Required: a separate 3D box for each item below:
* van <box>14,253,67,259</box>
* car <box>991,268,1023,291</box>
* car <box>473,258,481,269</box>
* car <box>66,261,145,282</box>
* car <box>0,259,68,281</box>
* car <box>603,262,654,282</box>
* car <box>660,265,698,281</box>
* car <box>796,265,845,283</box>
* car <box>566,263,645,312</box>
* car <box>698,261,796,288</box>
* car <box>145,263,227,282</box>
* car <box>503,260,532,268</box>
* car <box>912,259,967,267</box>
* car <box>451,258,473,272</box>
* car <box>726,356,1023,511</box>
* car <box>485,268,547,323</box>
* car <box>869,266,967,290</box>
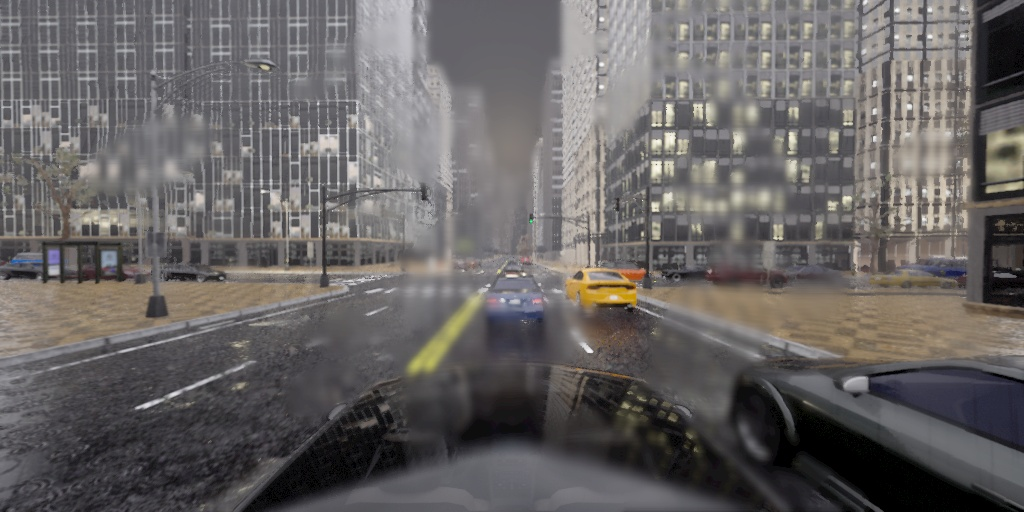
[{"bbox_3d":[-45.291,0.610,34.391,3.998,1.789,1.690,0,0,1],"label":"van"},{"bbox_3d":[33.109,1.694,24.615,4.207,1.307,1.802,0,0,1],"label":"car"},{"bbox_3d":[-6.567,1.067,56.357,2.097,1.767,4.553,0,0,0],"label":"car"},{"bbox_3d":[-28.418,1.143,25.559,4.207,1.307,1.802,0,0,1],"label":"car"},{"bbox_3d":[-34.099,1.074,25.732,4.313,1.339,1.948,0,0,1],"label":"car"},{"bbox_3d":[8.518,1.216,27.017,4.553,1.767,2.097,0,2,-29],"label":"car"},{"bbox_3d":[15.266,1.462,30.699,4.718,1.301,1.895,1,1,1],"label":"car"},{"bbox_3d":[25.004,1.495,30.529,5.357,1.411,2.033,0,1,1],"label":"car"},{"bbox_3d":[3.350,1.223,14.280,1.882,1.535,5.008,0,0,0],"label":"car"},{"bbox_3d":[16.191,1.277,24.904,5.009,1.841,2.192,0,0,1],"label":"car"},{"bbox_3d":[-22.734,1.179,25.427,4.313,1.339,1.948,0,0,1],"label":"car"},{"bbox_3d":[0.109,1.300,26.206,2.128,1.511,4.902,1,1,0],"label":"car"},{"bbox_3d":[36.017,1.266,30.330,5.566,2.045,2.150,1,1,2],"label":"car"},{"bbox_3d":[-6.597,1.289,46.356,1.994,1.385,4.181,0,0,0],"label":"car"},{"bbox_3d":[3.350,1.315,2.226,1.994,1.385,4.181,0,0,0],"label":"car"},{"bbox_3d":[0.103,1.293,12.102,2.033,1.411,5.357,0,0,0],"label":"car"},{"bbox_3d":[27.639,1.588,24.708,4.829,1.417,1.751,0,0,1],"label":"car"}]
